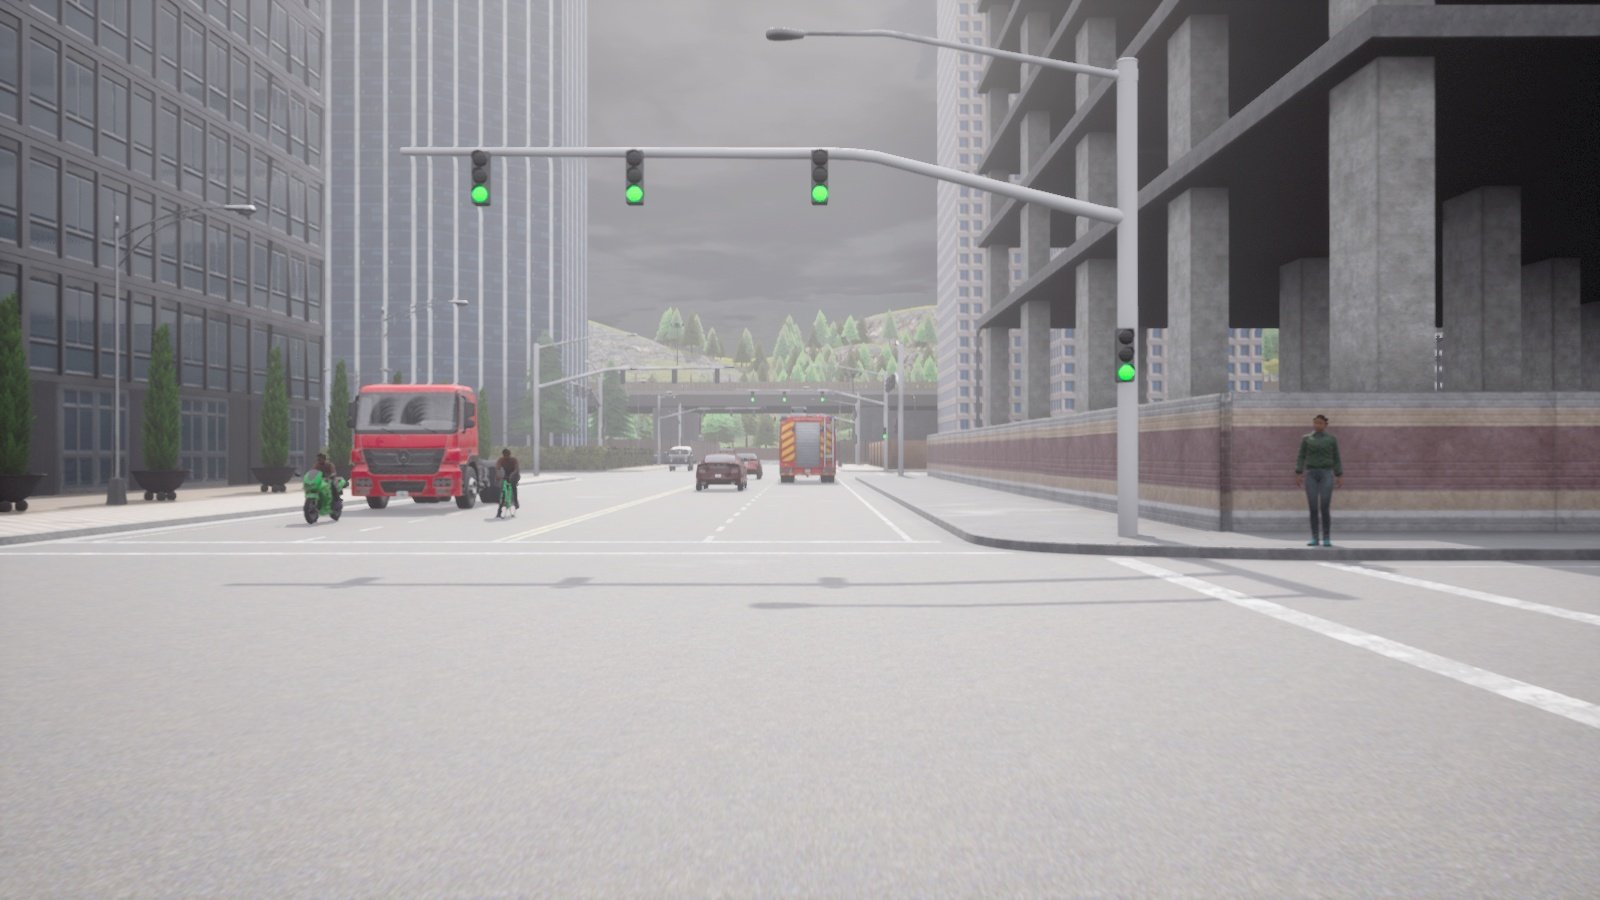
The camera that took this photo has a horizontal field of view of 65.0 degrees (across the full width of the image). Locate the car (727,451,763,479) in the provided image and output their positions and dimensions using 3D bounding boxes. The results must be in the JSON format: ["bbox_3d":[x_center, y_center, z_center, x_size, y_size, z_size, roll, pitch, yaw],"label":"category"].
[{"bbox_3d":[-3.171,0.845,72.945,2.007,1.525,4.514,0,0,-2],"label":"car"}]

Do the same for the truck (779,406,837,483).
[{"bbox_3d":[0.403,-0.274,66.680,2.891,3.827,8.468,0,0,0],"label":"truck"}]

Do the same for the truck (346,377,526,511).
[{"bbox_3d":[-10.277,-0.155,36.419,2.891,3.462,7.936,0,0,0],"label":"truck"}]

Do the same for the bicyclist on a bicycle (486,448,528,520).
[{"bbox_3d":[-6.816,0.770,29.225,0.582,1.620,1.656,0,0,0],"label":"bicyclist on a bicycle"}]

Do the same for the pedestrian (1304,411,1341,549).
[{"bbox_3d":[7.167,0.404,17.215,0.353,1.847,0.614,0,0,34],"label":"pedestrian"}]

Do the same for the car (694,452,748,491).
[{"bbox_3d":[-3.185,0.838,51.637,1.882,1.535,5.008,0,0,0],"label":"car"}]

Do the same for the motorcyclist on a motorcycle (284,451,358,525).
[{"bbox_3d":[-10.328,0.792,27.142,0.797,1.523,2.044,0,0,0],"label":"motorcyclist on a motorcycle"}]
